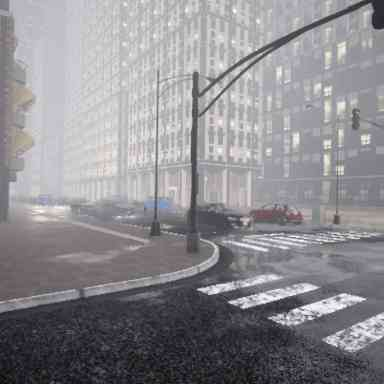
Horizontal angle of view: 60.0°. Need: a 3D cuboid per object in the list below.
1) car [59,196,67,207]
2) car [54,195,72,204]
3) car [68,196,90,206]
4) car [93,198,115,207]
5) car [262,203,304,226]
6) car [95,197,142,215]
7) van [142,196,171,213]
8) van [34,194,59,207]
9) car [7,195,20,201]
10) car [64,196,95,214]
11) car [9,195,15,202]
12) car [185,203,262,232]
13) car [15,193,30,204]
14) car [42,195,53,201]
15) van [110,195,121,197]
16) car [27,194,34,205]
[{"bbox_3d":[-19.191,1.504,49.552,1.895,1.301,4.718,1,-1,-35],"label":"car"},{"bbox_3d":[-24.014,1.429,61.795,1.882,1.535,5.008,1,-1,-35],"label":"car"},{"bbox_3d":[-18.232,1.453,53.584,2.128,1.511,4.902,1,-1,-35],"label":"car"},{"bbox_3d":[-13.678,1.581,51.614,1.947,1.339,4.313,1,-1,-35],"label":"car"},{"bbox_3d":[5.838,1.500,23.905,1.967,1.590,4.097,1,-1,-35],"label":"car"},{"bbox_3d":[-7.277,1.474,32.472,2.033,1.411,5.357,1,-1,-35],"label":"car"},{"bbox_3d":[-3.917,1.377,37.761,1.690,1.788,3.998,1,-1,-35],"label":"van"},{"bbox_3d":[-20.525,1.194,46.792,1.690,1.788,3.998,1,-1,-35],"label":"van"},{"bbox_3d":[-40.041,1.375,74.500,2.008,1.369,4.403,1,-1,-35],"label":"car"},{"bbox_3d":[-10.772,1.424,32.935,2.008,1.369,4.403,1,-1,-35],"label":"car"},{"bbox_3d":[-36.790,1.394,69.882,1.947,1.339,4.313,1,-1,-35],"label":"car"},{"bbox_3d":[1.496,1.440,20.013,2.128,1.511,4.902,1,-1,-35],"label":"car"},{"bbox_3d":[-30.281,1.152,60.647,2.192,1.841,5.009,1,-1,-35],"label":"car"},{"bbox_3d":[-36.445,1.566,83.942,1.802,1.307,4.206,1,-1,-35],"label":"car"},{"bbox_3d":[-10.421,1.363,46.998,1.690,1.788,3.998,1,-1,-35],"label":"van"},{"bbox_3d":[-23.781,1.430,51.408,1.802,1.307,4.206,1,-1,-35],"label":"car"}]
